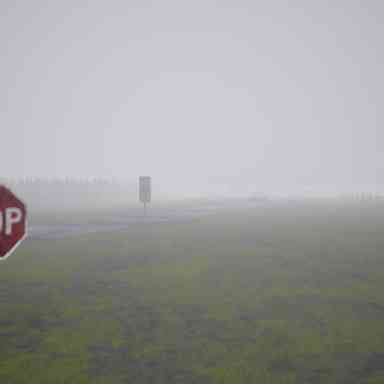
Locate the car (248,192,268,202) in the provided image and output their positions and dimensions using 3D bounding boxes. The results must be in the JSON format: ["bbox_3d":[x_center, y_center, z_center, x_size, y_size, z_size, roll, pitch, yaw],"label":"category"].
[{"bbox_3d":[10.688,0.735,53.698,2.097,1.767,4.553,0,1,30],"label":"car"}]
